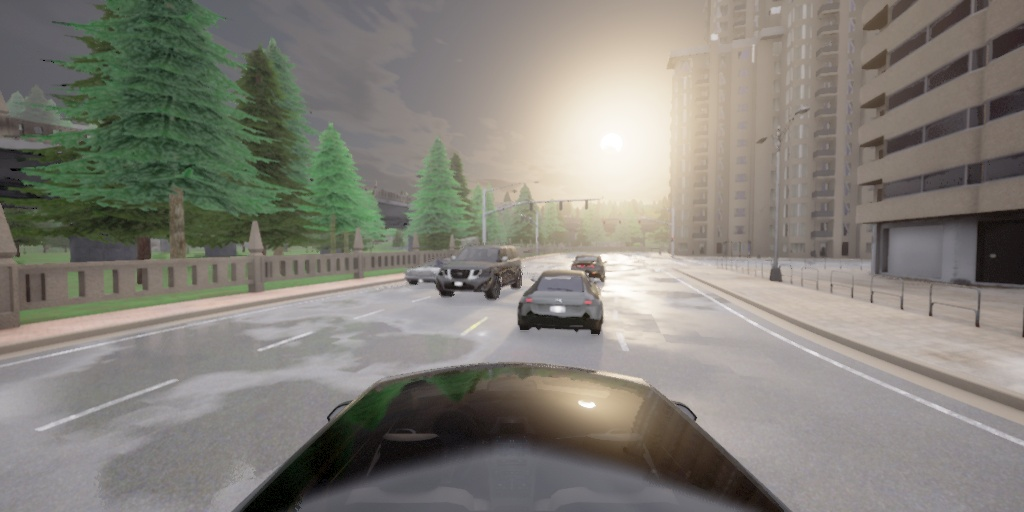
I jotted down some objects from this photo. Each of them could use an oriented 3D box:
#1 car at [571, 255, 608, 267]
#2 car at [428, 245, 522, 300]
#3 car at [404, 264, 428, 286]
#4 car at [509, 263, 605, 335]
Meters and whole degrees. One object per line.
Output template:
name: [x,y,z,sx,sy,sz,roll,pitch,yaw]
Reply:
car: [4.578,0.652,21.349,1.837,1.490,4.892,1,2,16]
car: [-1.113,0.545,15.210,2.150,2.045,5.566,1,2,16]
car: [-3.668,0.801,18.951,1.895,1.301,4.718,1,2,17]
car: [1.423,1.066,9.749,1.994,1.385,4.181,1,2,12]
